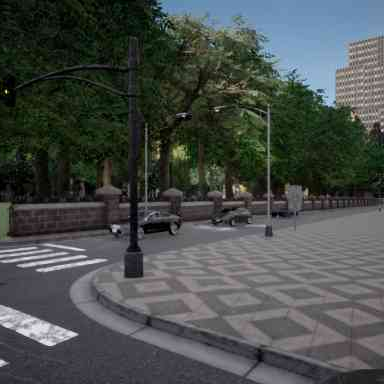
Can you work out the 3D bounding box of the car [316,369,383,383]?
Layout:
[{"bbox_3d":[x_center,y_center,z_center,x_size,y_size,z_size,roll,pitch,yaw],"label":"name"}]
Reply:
[{"bbox_3d":[2.508,1.551,1.174,4.403,1.369,2.008,0,0,36],"label":"car"}]

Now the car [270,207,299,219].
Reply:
[{"bbox_3d":[10.650,2.403,38.250,1.895,1.301,4.718,0,-1,35],"label":"car"}]

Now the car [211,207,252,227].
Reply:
[{"bbox_3d":[3.429,2.045,28.039,1.837,1.490,4.892,0,-1,35],"label":"car"}]

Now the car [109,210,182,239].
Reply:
[{"bbox_3d":[-2.605,1.816,19.471,2.128,1.511,4.902,0,-1,37],"label":"car"}]
